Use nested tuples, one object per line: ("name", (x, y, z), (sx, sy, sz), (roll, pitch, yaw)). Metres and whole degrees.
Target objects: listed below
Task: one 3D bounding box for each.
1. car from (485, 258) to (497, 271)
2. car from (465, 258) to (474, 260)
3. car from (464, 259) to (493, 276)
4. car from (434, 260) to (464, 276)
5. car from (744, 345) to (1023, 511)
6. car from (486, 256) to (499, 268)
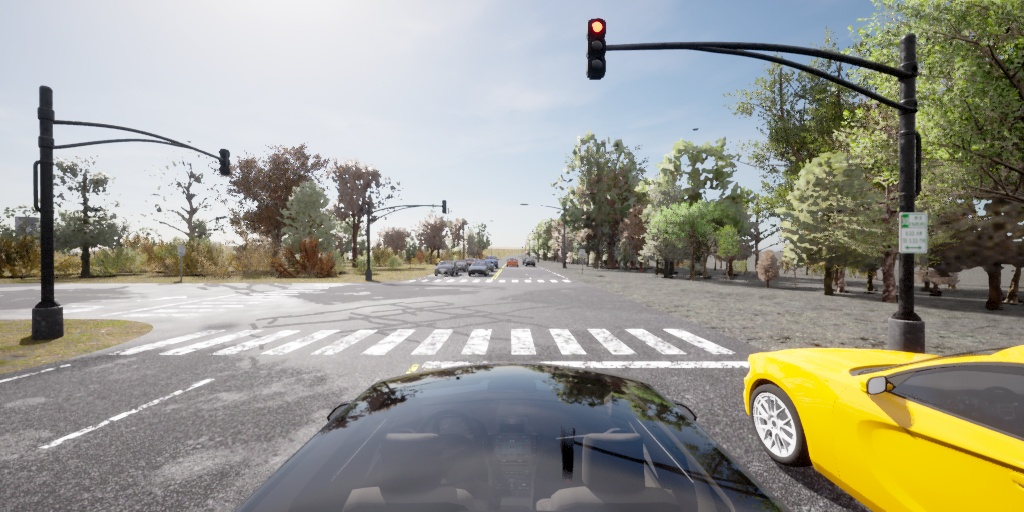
("car", (-3.330, 1.315, 45.922), (1.994, 1.385, 4.181), (0, 0, 0))
("car", (-6.581, 1.243, 45.753), (2.128, 1.511, 4.902), (0, 0, 0))
("car", (-3.338, 1.298, 36.687), (2.033, 1.411, 5.357), (0, 0, 0))
("car", (-6.586, 1.242, 36.465), (2.128, 1.511, 4.902), (0, 0, 0))
("car", (3.363, 1.195, 1.746), (1.882, 1.535, 5.008), (0, 1, 0))
("car", (-3.320, 0.972, 57.160), (2.150, 2.045, 5.566), (0, 0, 0))
